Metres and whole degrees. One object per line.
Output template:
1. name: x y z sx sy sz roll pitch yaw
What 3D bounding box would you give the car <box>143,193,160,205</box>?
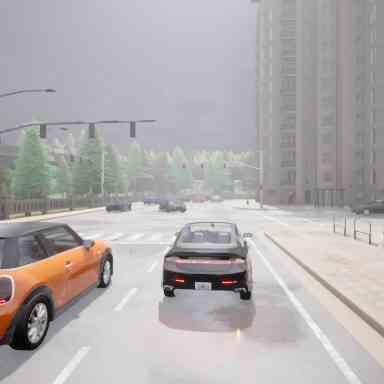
1. car: -6.885 1.218 57.417 2.150 2.045 5.566 0 0 4

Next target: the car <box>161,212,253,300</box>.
1. car: 0.500 1.492 8.443 2.128 1.511 4.902 0 0 7

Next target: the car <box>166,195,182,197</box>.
1. car: -3.338 1.506 57.885 1.837 1.490 4.892 0 0 4

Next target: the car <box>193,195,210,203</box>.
1. car: 1.720 1.354 70.862 2.097 1.767 4.553 0 0 15

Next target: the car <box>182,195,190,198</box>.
1. car: -1.718 1.355 71.991 2.097 1.767 4.553 0 0 11

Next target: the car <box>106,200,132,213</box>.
1. car: -8.217 1.601 37.659 1.895 1.301 4.718 0 0 4

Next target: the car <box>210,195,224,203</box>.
1. car: 5.592 1.524 71.976 1.812 1.442 4.674 0 0 20

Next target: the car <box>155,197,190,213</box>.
1. car: -2.230 1.584 36.948 1.994 1.385 4.181 0 0 -25

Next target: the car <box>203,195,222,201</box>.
1. car: 5.276 1.539 85.286 2.033 1.411 5.357 0 0 38

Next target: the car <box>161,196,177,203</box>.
1. car: -5.008 1.540 73.259 2.033 1.411 5.357 0 0 15

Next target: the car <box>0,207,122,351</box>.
1. car: -3.106 1.352 6.444 2.097 1.767 4.553 0 0 4

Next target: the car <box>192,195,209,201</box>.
1. car: 2.168 1.476 87.021 1.882 1.535 5.008 0 0 38

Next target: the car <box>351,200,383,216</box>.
1. car: 18.463 1.560 33.159 4.892 1.490 1.837 0 0 3
